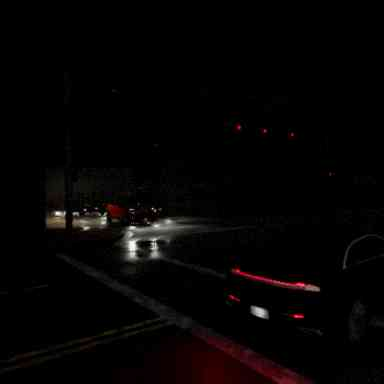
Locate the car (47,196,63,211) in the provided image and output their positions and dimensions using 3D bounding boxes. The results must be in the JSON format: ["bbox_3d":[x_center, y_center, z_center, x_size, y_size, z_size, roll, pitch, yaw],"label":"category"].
[{"bbox_3d":[-15.702,1.343,39.085,2.128,1.511,4.902,-1,1,-36],"label":"car"}]

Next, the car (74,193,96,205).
[{"bbox_3d":[-17.412,1.093,53.809,2.097,1.767,4.553,-1,1,-36],"label":"car"}]

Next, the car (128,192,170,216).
[{"bbox_3d":[-4.114,1.015,28.917,2.150,2.045,5.566,-1,1,-35],"label":"car"}]

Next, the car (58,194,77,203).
[{"bbox_3d":[-23.322,1.235,62.045,2.128,1.511,4.902,-1,1,-36],"label":"car"}]

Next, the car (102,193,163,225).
[{"bbox_3d":[-4.250,1.200,23.100,2.097,1.767,4.553,-1,1,-36],"label":"car"}]

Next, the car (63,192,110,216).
[{"bbox_3d":[-9.843,1.072,30.894,2.150,2.045,5.566,-1,1,-36],"label":"car"}]

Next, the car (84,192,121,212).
[{"bbox_3d":[-10.144,1.017,37.326,2.150,2.045,5.566,-1,1,-36],"label":"car"}]

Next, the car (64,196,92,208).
[{"bbox_3d":[-15.349,1.344,44.605,2.033,1.411,5.357,-1,1,-35],"label":"car"}]

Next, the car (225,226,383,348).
[{"bbox_3d":[2.693,1.402,6.243,4.902,1.511,2.128,-1,1,-43],"label":"car"}]
